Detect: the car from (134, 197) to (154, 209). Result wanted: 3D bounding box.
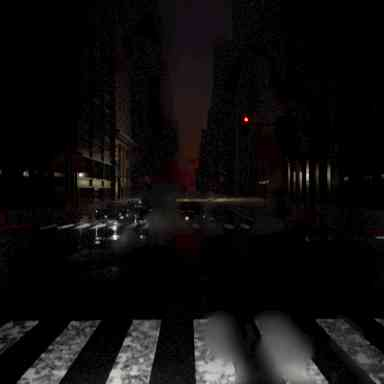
[{"bbox_3d":[-6.591,1.440,46.383,2.128,1.511,4.902,0,0,0],"label":"car"}]

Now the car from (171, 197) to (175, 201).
[{"bbox_3d":[-3.346,1.450,39.998,2.128,1.511,4.902,0,0,0],"label":"car"}]

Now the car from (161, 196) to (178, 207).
[{"bbox_3d":[-3.332,1.434,50.421,2.128,1.511,4.902,0,0,0],"label":"car"}]

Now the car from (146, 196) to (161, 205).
[{"bbox_3d":[-6.559,1.476,57.038,2.033,1.411,5.357,0,0,0],"label":"car"}]

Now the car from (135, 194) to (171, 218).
[{"bbox_3d":[-3.349,1.193,29.905,2.150,2.045,5.566,0,0,0],"label":"car"}]

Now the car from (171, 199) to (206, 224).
[{"bbox_3d":[-0.137,1.484,24.506,1.837,1.490,4.892,1,0,5],"label":"car"}]

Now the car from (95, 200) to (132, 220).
[{"bbox_3d":[-6.617,1.575,27.860,1.895,1.301,4.718,0,0,1],"label":"car"}]

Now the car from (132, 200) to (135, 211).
[{"bbox_3d":[-6.598,1.563,36.975,1.895,1.301,4.718,0,0,0],"label":"car"}]
